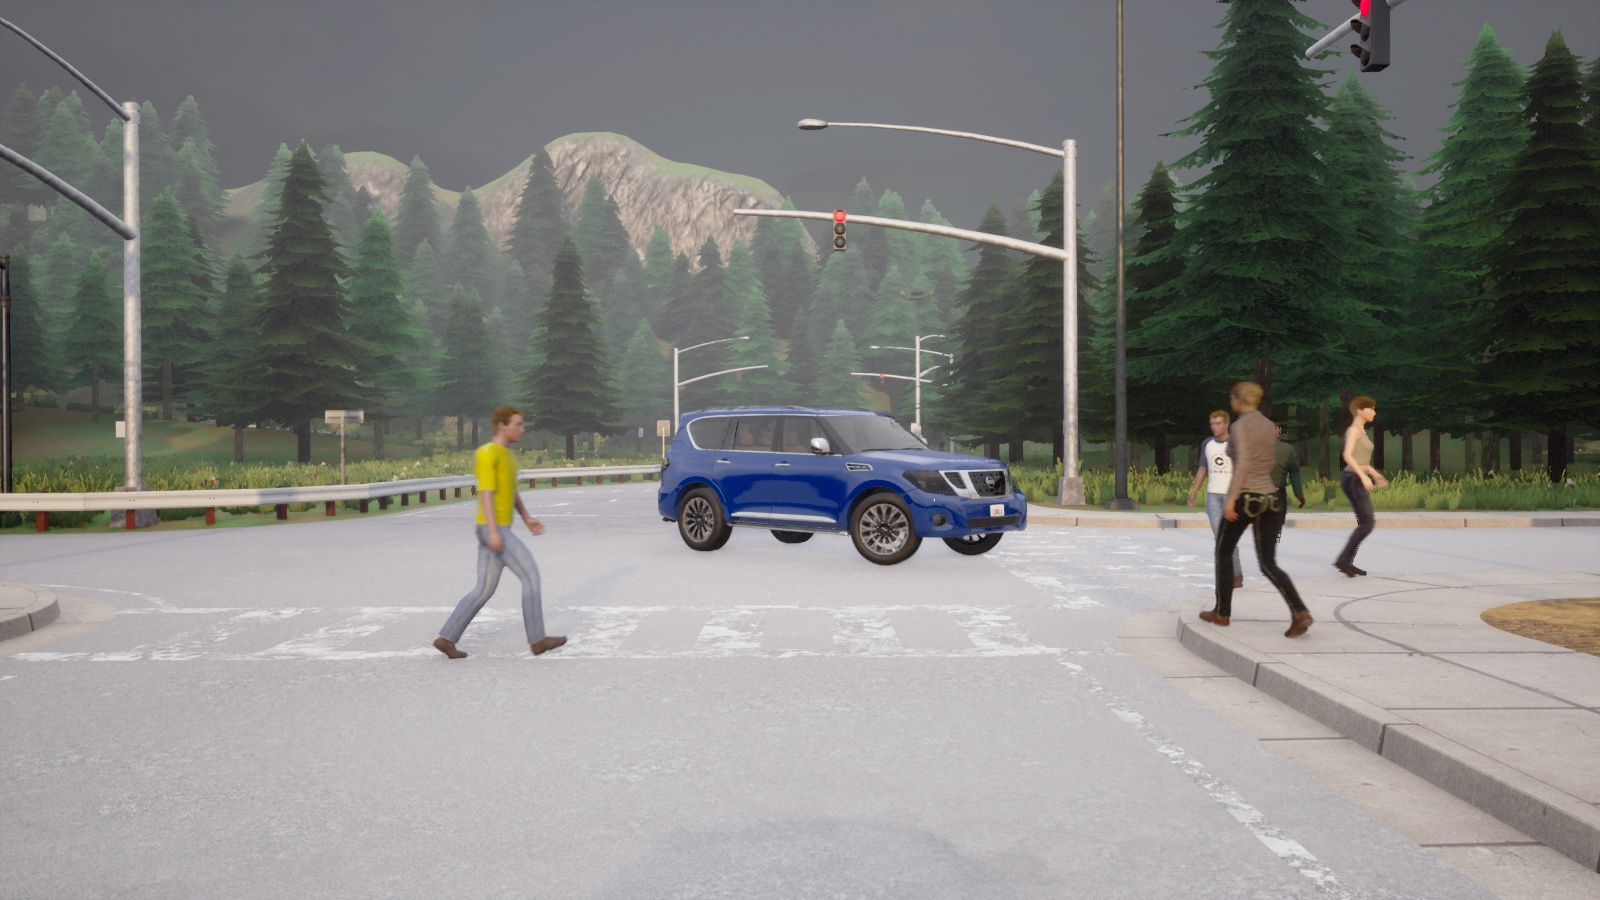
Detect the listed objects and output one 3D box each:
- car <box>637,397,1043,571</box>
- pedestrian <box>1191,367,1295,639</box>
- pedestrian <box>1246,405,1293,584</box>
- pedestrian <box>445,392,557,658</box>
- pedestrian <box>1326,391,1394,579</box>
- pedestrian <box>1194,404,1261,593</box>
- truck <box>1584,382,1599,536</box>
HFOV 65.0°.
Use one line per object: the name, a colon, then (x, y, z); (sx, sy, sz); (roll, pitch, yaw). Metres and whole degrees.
car: (0.377, 0.397, 17.444); (5.566, 2.045, 2.150); (0, 0, 42)
pedestrian: (3.133, 0.359, 8.905); (0.331, 1.846, 0.634); (0, 0, -27)
pedestrian: (5.256, 0.483, 14.090); (0.423, 1.949, 0.788); (0, 0, 15)
pedestrian: (-2.106, 0.518, 8.867); (0.706, 1.836, 0.354); (0, 0, -2)
pedestrian: (5.611, 0.342, 12.583); (0.594, 1.836, 0.345); (0, 0, 30)
pedestrian: (4.292, 0.468, 12.601); (0.706, 1.836, 0.354); (0, 0, -44)
truck: (15.399, 0.143, 19.160); (5.204, 2.467, 2.627); (0, 0, 1)
